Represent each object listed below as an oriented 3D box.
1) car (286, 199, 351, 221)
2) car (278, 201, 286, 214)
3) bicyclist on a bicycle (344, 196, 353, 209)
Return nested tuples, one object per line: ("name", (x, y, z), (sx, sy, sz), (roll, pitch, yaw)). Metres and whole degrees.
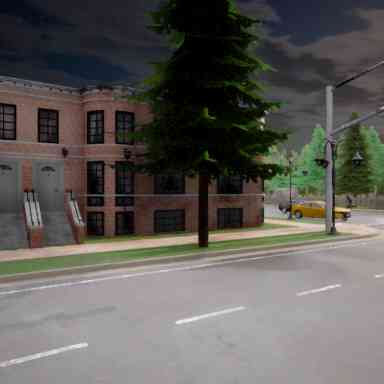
("car", (10.390, 1.478, 27.031), (1.882, 1.535, 5.008), (0, 0, -31))
("car", (10.824, 1.491, 33.156), (2.128, 1.511, 4.902), (0, 0, -31))
("bicyclist on a bicycle", (19.144, 1.301, 40.639), (1.656, 1.620, 0.582), (0, 0, -31))
